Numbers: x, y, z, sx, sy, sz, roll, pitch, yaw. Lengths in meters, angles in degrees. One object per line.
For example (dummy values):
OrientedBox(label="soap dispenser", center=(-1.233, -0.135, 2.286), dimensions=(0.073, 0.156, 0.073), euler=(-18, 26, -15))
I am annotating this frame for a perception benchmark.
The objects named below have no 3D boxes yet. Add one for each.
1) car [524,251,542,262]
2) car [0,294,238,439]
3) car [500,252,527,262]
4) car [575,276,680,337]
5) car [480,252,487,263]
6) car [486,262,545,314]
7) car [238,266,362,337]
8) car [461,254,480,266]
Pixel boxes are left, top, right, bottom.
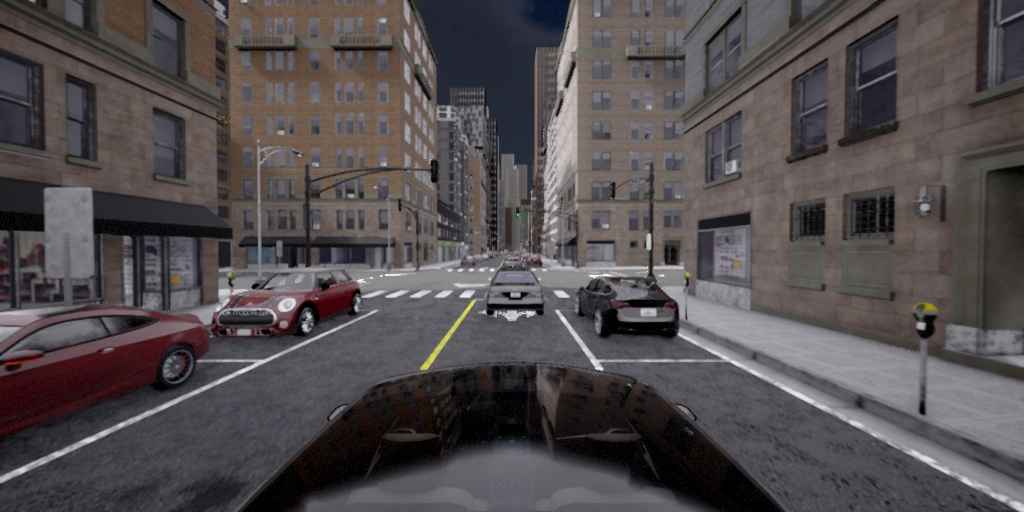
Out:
OrientedBox(label="car", center=(2.884, 0.452, 46.670), dimensions=(1.967, 1.591, 4.097), euler=(0, 0, 0))
OrientedBox(label="car", center=(-5.669, 1.291, 4.084), dimensions=(1.802, 1.307, 4.207), euler=(0, 0, 0))
OrientedBox(label="car", center=(0.104, 0.686, 36.678), dimensions=(2.128, 1.511, 4.902), euler=(0, 2, 0))
OrientedBox(label="car", center=(2.856, 1.181, 9.586), dimensions=(1.948, 1.339, 4.313), euler=(0, 0, 0))
OrientedBox(label="car", center=(-5.623, 0.397, 57.497), dimensions=(2.007, 1.370, 4.403), euler=(0, 0, 0))
OrientedBox(label="car", center=(0.098, 1.109, 12.700), dimensions=(2.033, 1.411, 5.357), euler=(0, 1, 0))
OrientedBox(label="car", center=(-5.670, 1.055, 9.585), dimensions=(1.967, 1.591, 4.097), euler=(0, 0, 0))
OrientedBox(label="car", center=(-5.641, 0.594, 46.682), dimensions=(1.802, 1.307, 4.207), euler=(0, 0, 0))
